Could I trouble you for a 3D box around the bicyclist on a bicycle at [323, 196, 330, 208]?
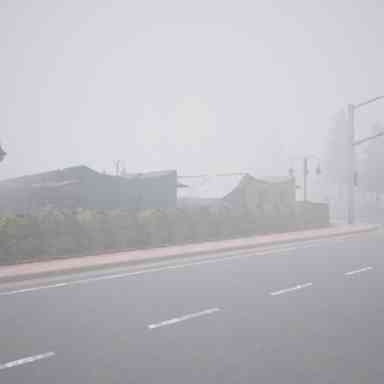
[{"bbox_3d":[17.953,1.302,44.314,1.656,1.620,0.582,0,0,-37],"label":"bicyclist on a bicycle"}]
